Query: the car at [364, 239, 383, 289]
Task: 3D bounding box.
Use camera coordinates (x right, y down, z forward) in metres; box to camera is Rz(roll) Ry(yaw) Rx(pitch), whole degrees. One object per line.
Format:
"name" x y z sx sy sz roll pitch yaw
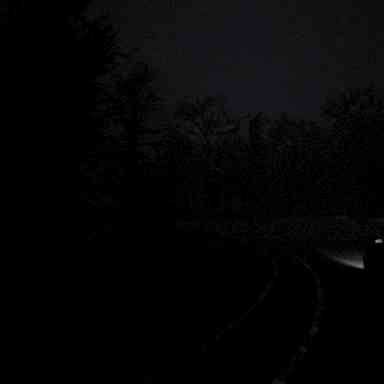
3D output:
"car" 5.345 1.609 7.624 1.994 1.385 4.181 0 0 19
